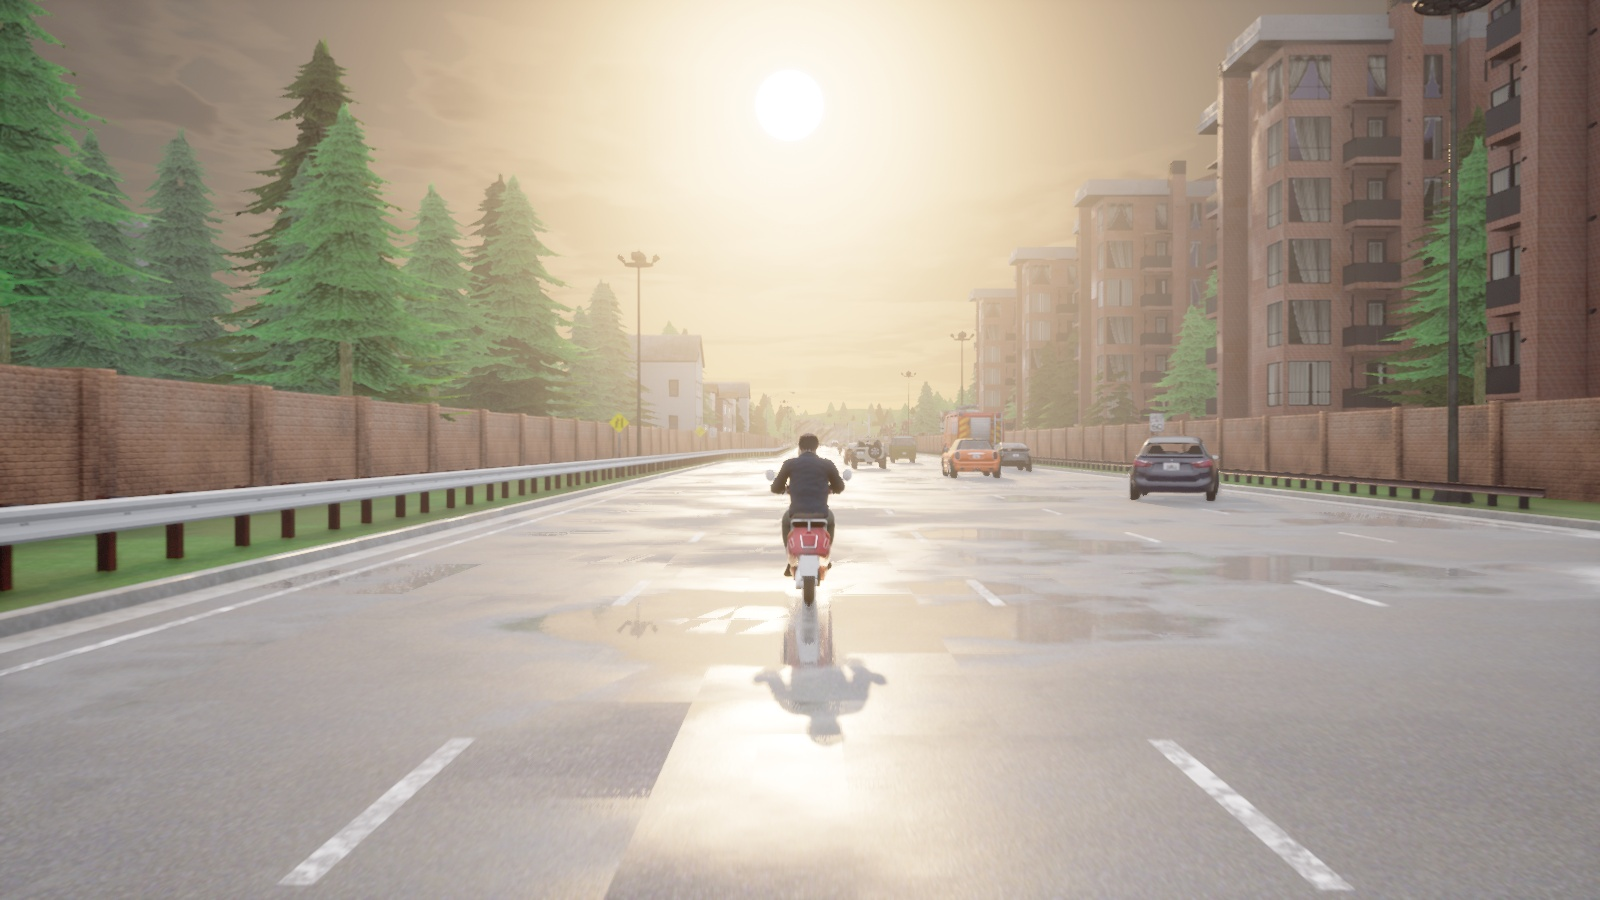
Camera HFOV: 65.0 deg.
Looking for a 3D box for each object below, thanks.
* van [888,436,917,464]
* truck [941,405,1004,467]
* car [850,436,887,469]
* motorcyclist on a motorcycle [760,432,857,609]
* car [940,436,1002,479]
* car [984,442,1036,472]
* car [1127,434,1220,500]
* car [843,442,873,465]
[{"bbox_3d":[7.544,-0.034,92.866,1.775,1.987,4.442,0,0,0],"label":"van"},{"bbox_3d":[10.975,-0.878,80.628,2.891,3.827,8.468,0,0,0],"label":"truck"},{"bbox_3d":[3.935,0.145,72.428,1.932,1.855,4.605,0,0,1],"label":"car"},{"bbox_3d":[0.084,0.629,12.138,0.866,1.590,1.817,0,0,0],"label":"motorcyclist on a motorcycle"},{"bbox_3d":[7.324,0.295,54.305,2.097,1.767,4.553,0,0,0],"label":"car"},{"bbox_3d":[10.888,0.321,65.450,2.007,1.525,4.514,0,0,0],"label":"car"},{"bbox_3d":[10.220,0.402,34.116,2.242,1.667,4.611,0,1,19],"label":"car"},{"bbox_3d":[4.013,0.218,87.559,1.882,1.535,5.008,0,0,0],"label":"car"}]
